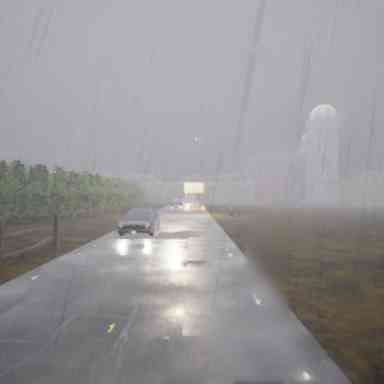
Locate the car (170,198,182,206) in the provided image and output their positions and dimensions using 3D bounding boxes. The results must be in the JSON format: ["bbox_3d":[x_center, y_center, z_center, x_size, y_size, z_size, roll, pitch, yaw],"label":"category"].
[{"bbox_3d":[-2.775,1.807,60.138,1.812,1.442,4.674,0,-1,1],"label":"car"}]

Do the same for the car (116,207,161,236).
[{"bbox_3d":[-2.843,1.588,18.880,2.033,1.411,5.357,0,0,0],"label":"car"}]

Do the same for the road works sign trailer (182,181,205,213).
[{"bbox_3d":[0.199,0.578,37.916,2.380,3.560,2.880,0,0,-4],"label":"road works sign trailer"}]
